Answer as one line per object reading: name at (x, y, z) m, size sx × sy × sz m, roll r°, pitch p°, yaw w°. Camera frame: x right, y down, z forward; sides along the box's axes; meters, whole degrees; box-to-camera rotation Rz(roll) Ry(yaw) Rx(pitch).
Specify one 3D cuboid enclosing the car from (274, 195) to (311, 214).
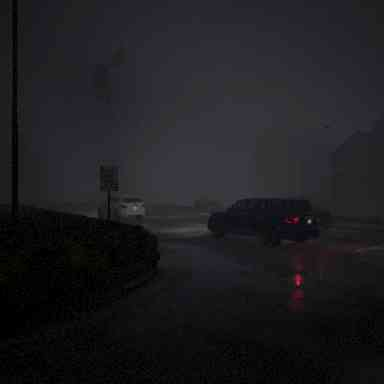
car at (10.805, 1.309, 35.604) m, size 3.866 × 1.878 × 1.905 m, roll 0°, pitch 0°, yaw -37°

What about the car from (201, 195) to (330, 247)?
car at (3.048, 1.254, 15.302) m, size 2.150 × 2.045 × 5.566 m, roll 0°, pitch 0°, yaw -37°

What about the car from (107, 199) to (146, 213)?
car at (-7.313, 1.516, 37.396) m, size 3.905 × 1.438 × 1.784 m, roll 0°, pitch 0°, yaw -37°

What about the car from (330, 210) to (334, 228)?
car at (6.298, 1.306, 19.505) m, size 4.605 × 1.855 × 1.932 m, roll 0°, pitch 0°, yaw -37°

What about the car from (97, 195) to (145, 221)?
car at (-5.916, 1.254, 27.329) m, size 2.150 × 2.045 × 5.566 m, roll 0°, pitch 0°, yaw -37°

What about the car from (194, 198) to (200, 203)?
car at (2.273, 1.501, 46.059) m, size 4.193 × 1.474 × 1.816 m, roll 0°, pitch 0°, yaw -37°
